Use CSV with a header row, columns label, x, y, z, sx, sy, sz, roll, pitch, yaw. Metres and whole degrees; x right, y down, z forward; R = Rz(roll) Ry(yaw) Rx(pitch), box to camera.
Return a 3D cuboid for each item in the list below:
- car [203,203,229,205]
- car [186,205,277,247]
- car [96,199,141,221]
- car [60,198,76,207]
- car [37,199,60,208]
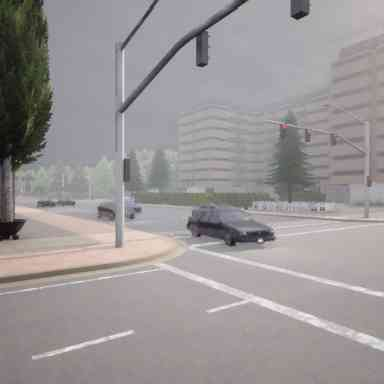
label,x,y,z,sx,sy,sz,roll,pitch,yaw
car,1.859,1.491,22.034,2.128,1.511,4.902,0,0,-36
car,1.552,1.547,15.587,2.033,1.411,5.357,0,0,-26
car,-6.334,1.504,27.368,1.837,1.490,4.892,0,0,-36
car,-19.709,1.601,52.036,1.895,1.301,4.718,0,0,-36
car,-20.687,1.601,47.352,1.895,1.301,4.718,0,0,-35
